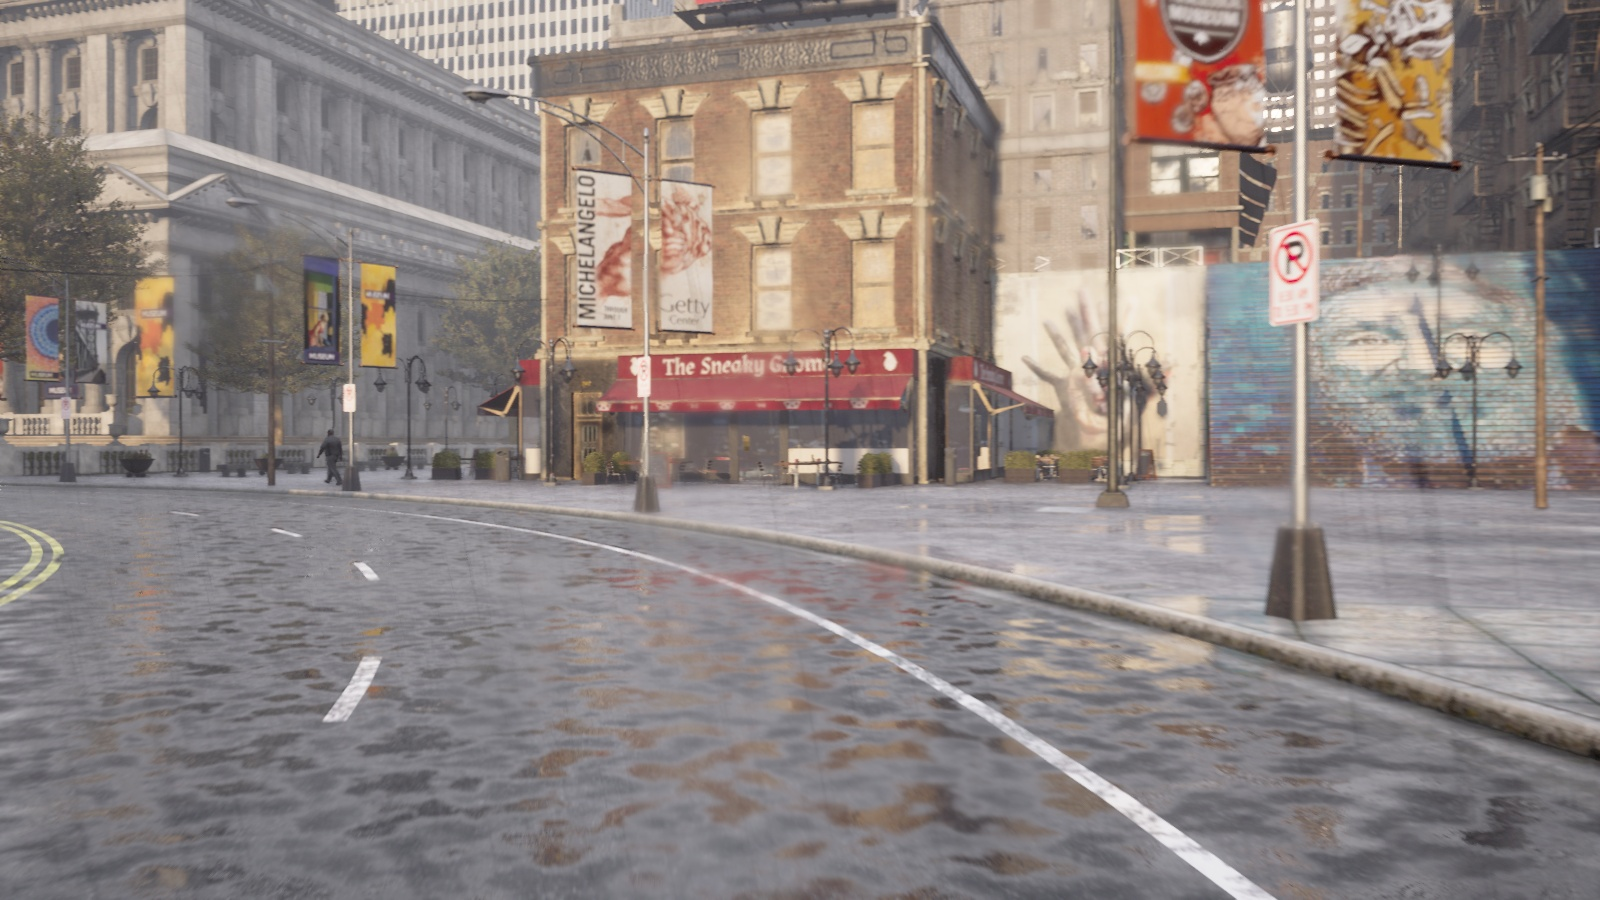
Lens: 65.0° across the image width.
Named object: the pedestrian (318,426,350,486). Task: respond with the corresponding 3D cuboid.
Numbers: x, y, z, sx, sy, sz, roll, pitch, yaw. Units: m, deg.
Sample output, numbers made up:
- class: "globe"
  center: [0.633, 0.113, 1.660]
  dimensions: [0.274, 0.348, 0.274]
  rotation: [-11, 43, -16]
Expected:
- class: "pedestrian"
  center: [-14.849, 0.179, 40.010]
  dimensions: [0.849, 1.883, 0.563]
  rotation: [0, 0, 34]
